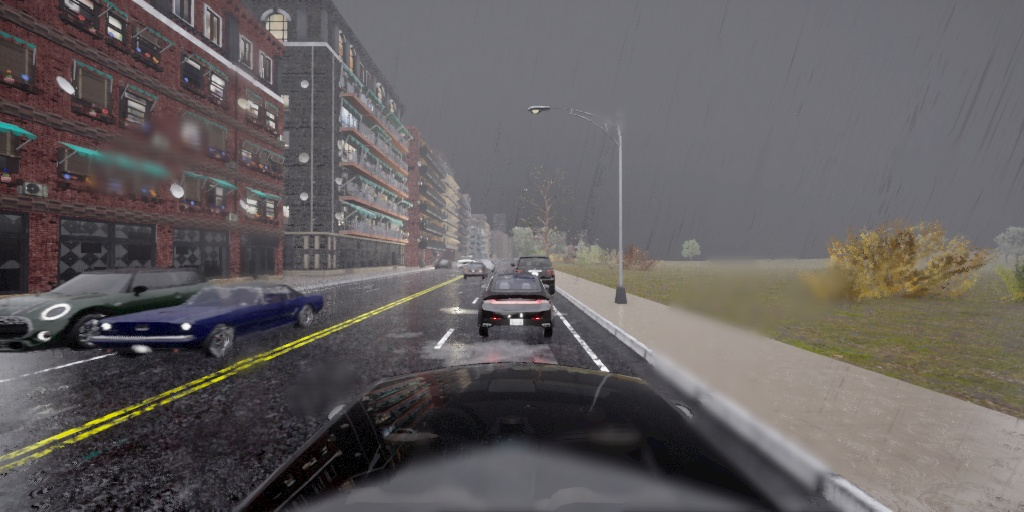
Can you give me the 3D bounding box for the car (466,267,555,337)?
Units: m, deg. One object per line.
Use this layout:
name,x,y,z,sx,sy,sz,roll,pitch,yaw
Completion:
car,0.094,1.243,10.329,2.128,1.511,4.902,0,0,0

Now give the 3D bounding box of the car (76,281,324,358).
car,-6.604,1.352,8.610,1.895,1.301,4.718,0,0,0

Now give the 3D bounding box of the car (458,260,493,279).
car,-3.184,1.299,32.206,2.033,1.411,5.357,0,0,1

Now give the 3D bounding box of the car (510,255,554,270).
car,1.125,0.977,20.199,2.150,2.045,5.566,0,0,0

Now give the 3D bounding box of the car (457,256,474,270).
car,-6.628,0.972,52.259,2.150,2.045,5.566,0,0,0

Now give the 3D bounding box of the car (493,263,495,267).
car,-3.180,1.277,45.032,1.812,1.442,4.674,0,0,0

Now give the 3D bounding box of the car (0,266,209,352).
car,-9.855,1.103,8.999,2.097,1.767,4.553,0,0,0

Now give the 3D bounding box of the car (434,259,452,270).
car,-9.879,1.228,51.866,1.882,1.535,5.008,0,0,0
